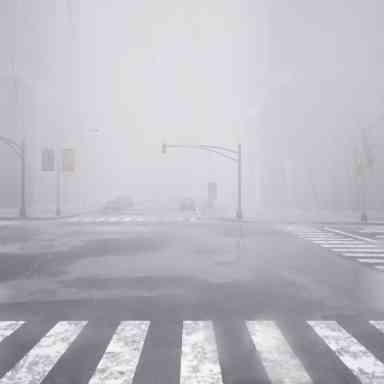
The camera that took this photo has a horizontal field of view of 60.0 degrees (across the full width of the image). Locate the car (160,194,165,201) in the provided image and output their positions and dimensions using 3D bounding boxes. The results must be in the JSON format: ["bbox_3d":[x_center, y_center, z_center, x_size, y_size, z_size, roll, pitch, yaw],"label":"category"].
[{"bbox_3d":[-9.376,1.696,93.162,1.887,1.381,4.507,0,0,0],"label":"car"}]

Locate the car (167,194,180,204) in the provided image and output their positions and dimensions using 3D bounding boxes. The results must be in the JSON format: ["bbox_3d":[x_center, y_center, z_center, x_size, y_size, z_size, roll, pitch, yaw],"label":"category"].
[{"bbox_3d":[-3.366,1.576,65.713,1.837,1.490,4.892,0,0,0],"label":"car"}]

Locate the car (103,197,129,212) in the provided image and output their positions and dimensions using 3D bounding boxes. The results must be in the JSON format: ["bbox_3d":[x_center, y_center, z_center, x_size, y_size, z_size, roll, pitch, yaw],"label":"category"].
[{"bbox_3d":[-9.088,1.574,38.903,1.947,1.339,4.313,0,0,0],"label":"car"}]

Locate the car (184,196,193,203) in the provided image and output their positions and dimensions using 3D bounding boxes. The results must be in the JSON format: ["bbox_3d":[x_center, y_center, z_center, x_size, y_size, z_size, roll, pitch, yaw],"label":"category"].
[{"bbox_3d":[-0.737,1.612,71.665,1.752,1.417,4.829,0,0,0],"label":"car"}]

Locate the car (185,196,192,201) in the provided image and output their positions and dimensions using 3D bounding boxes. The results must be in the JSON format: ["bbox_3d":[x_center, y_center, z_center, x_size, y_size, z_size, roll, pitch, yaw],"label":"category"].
[{"bbox_3d":[-0.852,1.696,93.195,1.887,1.381,4.507,0,0,0],"label":"car"}]

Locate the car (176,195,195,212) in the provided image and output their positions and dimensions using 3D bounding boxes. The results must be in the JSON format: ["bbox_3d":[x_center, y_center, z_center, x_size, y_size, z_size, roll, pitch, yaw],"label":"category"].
[{"bbox_3d":[-0.564,1.448,38.946,1.967,1.590,4.097,0,0,0],"label":"car"}]

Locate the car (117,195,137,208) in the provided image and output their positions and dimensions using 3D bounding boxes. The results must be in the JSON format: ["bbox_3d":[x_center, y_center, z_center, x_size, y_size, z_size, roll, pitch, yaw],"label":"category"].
[{"bbox_3d":[-9.118,1.335,44.329,2.192,1.841,5.009,0,0,0],"label":"car"}]

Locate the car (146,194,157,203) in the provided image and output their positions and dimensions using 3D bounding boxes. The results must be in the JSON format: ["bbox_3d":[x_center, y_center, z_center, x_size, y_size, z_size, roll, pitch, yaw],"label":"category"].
[{"bbox_3d":[-9.261,1.669,71.459,1.802,1.307,4.206,0,0,0],"label":"car"}]

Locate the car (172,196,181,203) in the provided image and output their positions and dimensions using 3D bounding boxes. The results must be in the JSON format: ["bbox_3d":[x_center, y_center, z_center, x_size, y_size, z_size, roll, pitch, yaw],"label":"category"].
[{"bbox_3d":[-3.518,1.651,75.798,1.994,1.385,4.181,0,0,0],"label":"car"}]

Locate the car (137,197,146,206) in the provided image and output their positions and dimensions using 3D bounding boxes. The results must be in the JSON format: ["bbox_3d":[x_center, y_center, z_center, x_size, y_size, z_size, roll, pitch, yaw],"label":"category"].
[{"bbox_3d":[-9.174,1.570,55.011,1.752,1.417,4.829,0,0,0],"label":"car"}]

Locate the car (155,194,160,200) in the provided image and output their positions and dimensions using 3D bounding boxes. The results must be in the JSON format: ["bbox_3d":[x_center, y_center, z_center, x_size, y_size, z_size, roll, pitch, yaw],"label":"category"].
[{"bbox_3d":[-9.291,1.417,76.885,2.192,1.841,5.009,0,0,0],"label":"car"}]

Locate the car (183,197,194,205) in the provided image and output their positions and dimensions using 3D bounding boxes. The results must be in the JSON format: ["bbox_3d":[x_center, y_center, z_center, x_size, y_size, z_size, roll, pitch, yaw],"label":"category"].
[{"bbox_3d":[-0.679,1.603,60.645,1.887,1.381,4.507,0,0,0],"label":"car"}]

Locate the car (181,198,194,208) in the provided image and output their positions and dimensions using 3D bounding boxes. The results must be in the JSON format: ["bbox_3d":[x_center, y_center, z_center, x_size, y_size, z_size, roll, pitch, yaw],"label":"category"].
[{"bbox_3d":[-0.621,1.614,49.795,1.802,1.307,4.206,0,0,0],"label":"car"}]
